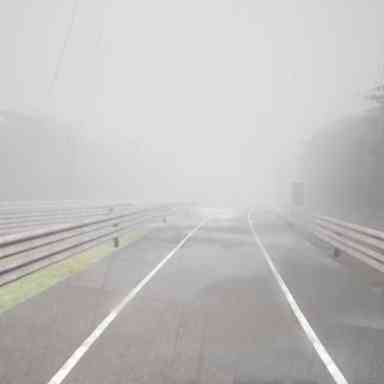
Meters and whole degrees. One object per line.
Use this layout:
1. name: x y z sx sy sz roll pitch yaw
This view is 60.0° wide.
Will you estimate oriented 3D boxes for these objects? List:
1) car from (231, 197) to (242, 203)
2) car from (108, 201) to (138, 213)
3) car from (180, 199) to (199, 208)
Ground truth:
1. car: 10.731 1.930 79.699 2.128 1.511 4.902 0 0 22
2. car: -7.282 1.758 36.172 1.812 1.442 4.674 0 0 22
3. car: -0.412 1.776 52.801 1.812 1.442 4.674 0 0 22
